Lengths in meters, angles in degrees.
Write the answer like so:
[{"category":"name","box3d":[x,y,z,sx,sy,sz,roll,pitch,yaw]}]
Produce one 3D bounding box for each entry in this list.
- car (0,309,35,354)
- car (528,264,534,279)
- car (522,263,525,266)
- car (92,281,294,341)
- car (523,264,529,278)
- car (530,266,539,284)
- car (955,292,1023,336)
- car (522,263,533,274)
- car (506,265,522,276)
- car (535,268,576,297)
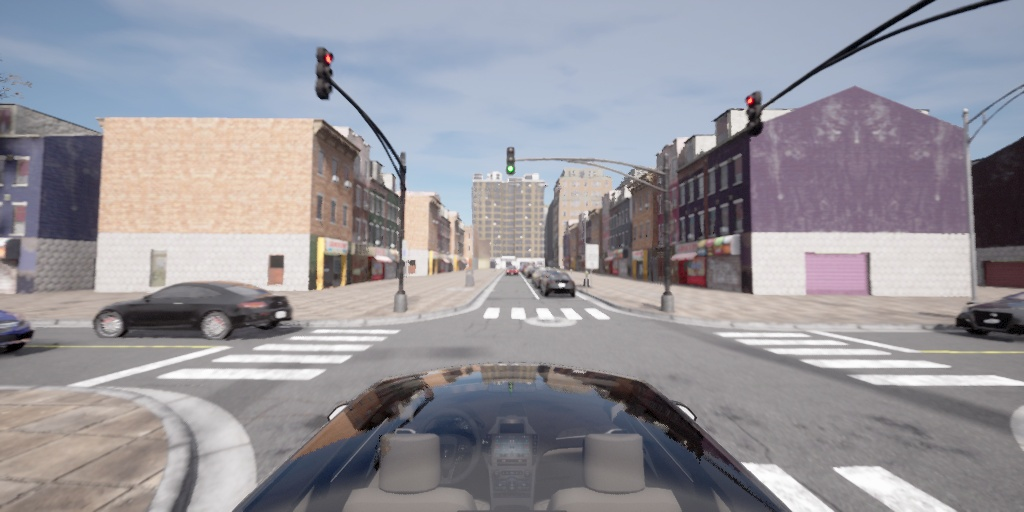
[{"category":"car","box3d":[-12.042,1.255,6.681,4.674,1.442,1.812,0,-2,0]},{"category":"car","box3d":[2.662,1.767,32.395,1.751,1.417,4.829,0,0,0]},{"category":"car","box3d":[2.676,2.178,54.141,1.751,1.417,4.829,0,0,0]},{"category":"car","box3d":[-8.420,1.391,9.706,4.674,1.442,1.812,0,-3,4]},{"category":"car","box3d":[2.669,2.006,43.099,1.948,1.339,4.313,0,0,0]},{"category":"car","box3d":[2.658,1.715,26.790,1.948,1.339,4.313,0,0,0]},{"category":"car","box3d":[14.620,1.541,9.439,4.181,1.385,1.994,0,-2,0]},{"category":"car","box3d":[2.673,2.071,48.705,1.751,1.417,4.829,0,0,0]},{"category":"car","box3d":[0.040,2.191,51.695,1.895,1.301,4.718,0,-1,0]},{"category":"car","box3d":[2.654,1.627,21.354,1.948,1.339,4.313,0,0,0]}]
